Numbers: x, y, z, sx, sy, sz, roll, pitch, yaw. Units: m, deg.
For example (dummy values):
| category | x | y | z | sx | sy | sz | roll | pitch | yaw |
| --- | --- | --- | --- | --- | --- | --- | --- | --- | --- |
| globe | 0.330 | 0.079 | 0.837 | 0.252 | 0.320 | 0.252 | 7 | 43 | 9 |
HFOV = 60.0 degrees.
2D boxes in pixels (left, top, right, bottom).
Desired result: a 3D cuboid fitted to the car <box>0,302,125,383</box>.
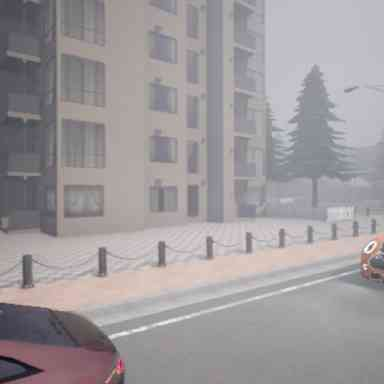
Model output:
| category | x | y | z | sx | sy | sz | roll | pitch | yaw |
| --- | --- | --- | --- | --- | --- | --- | --- | --- | --- |
| car | -2.530 | 1.568 | 2.178 | 4.181 | 1.385 | 1.994 | 0 | 0 | -35 |

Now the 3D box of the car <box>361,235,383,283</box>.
| category | x | y | z | sx | sy | sz | roll | pitch | yaw |
| --- | --- | --- | --- | --- | --- | --- | --- | --- | --- |
| car | 6.286 | 1.315 | 8.447 | 4.553 | 1.767 | 2.097 | 0 | 0 | -35 |
